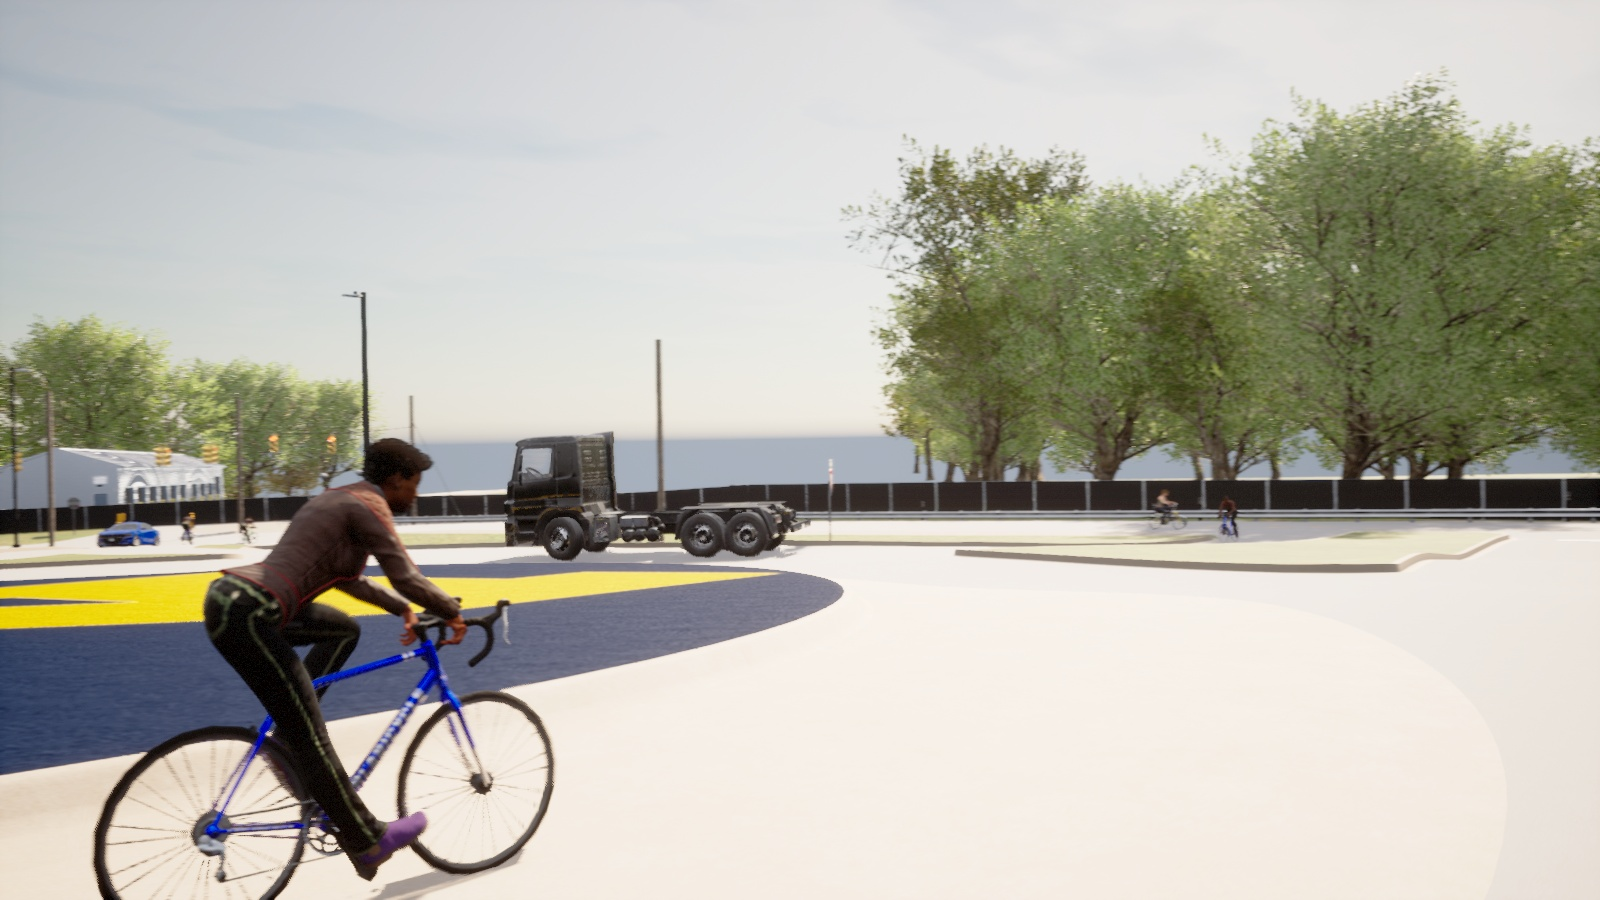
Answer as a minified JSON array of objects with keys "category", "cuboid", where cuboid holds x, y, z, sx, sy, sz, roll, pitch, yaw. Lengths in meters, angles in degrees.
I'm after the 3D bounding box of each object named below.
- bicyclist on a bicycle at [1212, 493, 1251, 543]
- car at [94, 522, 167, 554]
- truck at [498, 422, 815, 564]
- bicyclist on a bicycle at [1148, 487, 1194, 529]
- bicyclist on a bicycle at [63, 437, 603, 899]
[{"category":"bicyclist on a bicycle","cuboid":[14.539,2.278,42.335,0.582,1.620,1.656,-4,-2,41]},{"category":"car","cuboid":[-36.404,4.812,68.440,1.882,1.535,5.008,-3,-5,-8]},{"category":"truck","cuboid":[-3.802,1.141,34.137,7.936,3.462,2.891,-2,0,11]},{"category":"bicyclist on a bicycle","cuboid":[14.765,2.306,50.028,1.509,1.612,0.866,-1,1,37]},{"category":"bicyclist on a bicycle","cuboid":[-1.556,0.786,4.372,1.656,1.620,0.582,0,-2,-43]}]
